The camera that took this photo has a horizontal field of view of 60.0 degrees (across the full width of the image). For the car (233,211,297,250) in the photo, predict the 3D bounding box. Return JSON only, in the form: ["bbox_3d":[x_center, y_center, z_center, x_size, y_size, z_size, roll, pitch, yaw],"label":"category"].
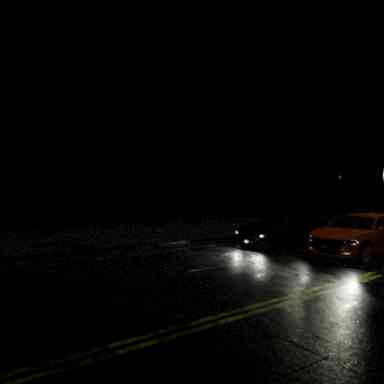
[{"bbox_3d":[4.321,1.582,14.752,5.357,1.411,2.033,0,0,-36],"label":"car"}]

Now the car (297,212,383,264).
[{"bbox_3d":[6.282,1.513,12.158,5.008,1.535,1.882,0,0,-35],"label":"car"}]
